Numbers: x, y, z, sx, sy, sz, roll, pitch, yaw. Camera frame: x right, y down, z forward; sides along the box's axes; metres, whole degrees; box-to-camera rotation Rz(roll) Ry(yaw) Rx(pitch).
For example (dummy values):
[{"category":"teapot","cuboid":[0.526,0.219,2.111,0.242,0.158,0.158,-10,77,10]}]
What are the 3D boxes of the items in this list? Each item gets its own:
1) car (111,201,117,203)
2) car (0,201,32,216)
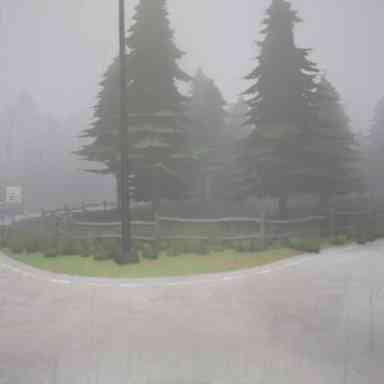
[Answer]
[{"category":"car","cuboid":[-8.891,1.334,44.730,2.128,1.511,4.902,-1,0,23]},{"category":"car","cuboid":[-16.692,1.599,30.157,2.128,1.511,4.902,-1,1,10]}]
